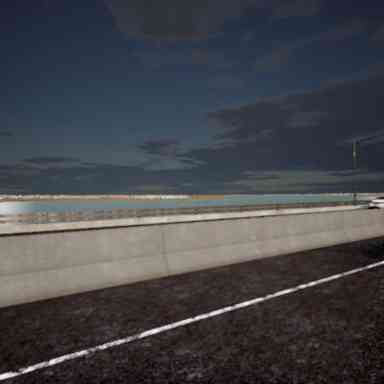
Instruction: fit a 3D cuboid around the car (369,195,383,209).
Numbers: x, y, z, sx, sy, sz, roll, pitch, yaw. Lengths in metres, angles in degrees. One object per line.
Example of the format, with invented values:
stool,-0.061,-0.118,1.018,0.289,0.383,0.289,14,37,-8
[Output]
car,26.946,1.437,46.367,5.566,2.045,2.150,0,-1,-36
